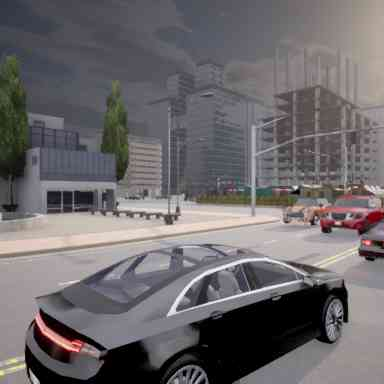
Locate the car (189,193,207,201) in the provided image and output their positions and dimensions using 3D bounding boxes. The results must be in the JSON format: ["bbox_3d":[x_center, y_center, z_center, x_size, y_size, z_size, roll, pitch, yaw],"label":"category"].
[{"bbox_3d":[1.916,1.395,74.523,1.970,1.475,3.806,0,0,43],"label":"car"}]

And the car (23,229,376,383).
[{"bbox_3d":[0.401,1.492,4.617,4.902,1.511,2.128,0,0,-41],"label":"car"}]

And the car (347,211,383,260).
[{"bbox_3d":[7.324,1.547,11.326,2.033,1.411,5.357,0,0,43],"label":"car"}]

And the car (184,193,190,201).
[{"bbox_3d":[-0.175,1.156,76.525,1.905,1.878,3.866,0,0,43],"label":"car"}]

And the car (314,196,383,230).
[{"bbox_3d":[9.137,1.226,18.623,2.150,2.045,5.566,0,0,42],"label":"car"}]

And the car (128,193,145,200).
[{"bbox_3d":[-14.426,1.156,90.016,1.905,1.878,3.866,0,0,43],"label":"car"}]

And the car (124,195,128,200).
[{"bbox_3d":[-16.487,1.153,92.049,1.932,1.855,4.605,0,0,43],"label":"car"}]

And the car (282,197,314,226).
[{"bbox_3d":[7.906,1.161,22.460,2.097,1.767,4.553,0,0,42],"label":"car"}]
